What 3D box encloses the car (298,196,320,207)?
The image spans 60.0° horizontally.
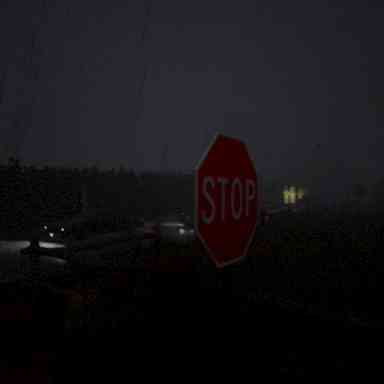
[{"bbox_3d":[16.049,1.272,45.635,2.128,1.511,4.902,0,1,2],"label":"car"}]

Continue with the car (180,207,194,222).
[{"bbox_3d":[1.044,1.509,25.258,1.812,1.442,4.674,0,0,35],"label":"car"}]

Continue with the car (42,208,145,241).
[{"bbox_3d":[-4.777,1.539,17.106,2.033,1.411,5.357,0,0,35],"label":"car"}]
